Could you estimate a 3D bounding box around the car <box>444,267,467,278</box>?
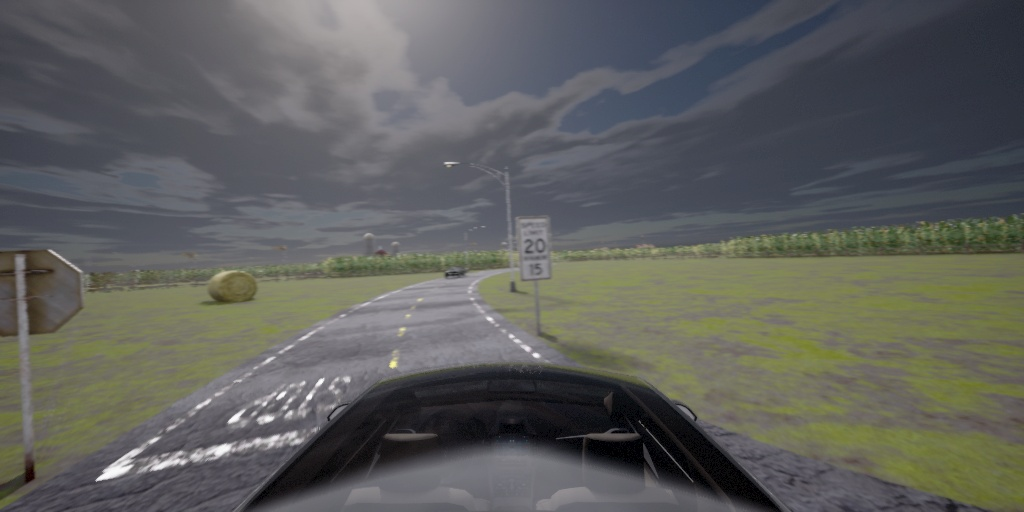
[{"bbox_3d":[-6.982,2.021,44.554,1.895,1.301,4.718,-3,0,4],"label":"car"}]
